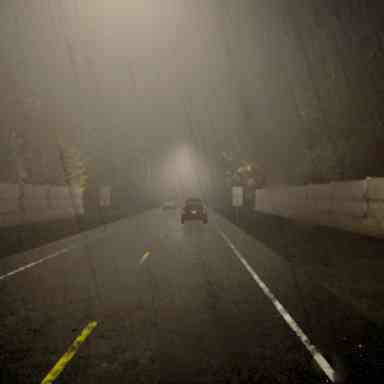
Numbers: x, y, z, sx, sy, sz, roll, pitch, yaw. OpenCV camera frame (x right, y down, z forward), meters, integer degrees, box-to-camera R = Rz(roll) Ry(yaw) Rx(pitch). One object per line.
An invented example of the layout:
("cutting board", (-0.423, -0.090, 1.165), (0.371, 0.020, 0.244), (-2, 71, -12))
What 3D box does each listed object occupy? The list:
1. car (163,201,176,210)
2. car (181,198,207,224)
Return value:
("car", (-3.458, 2.080, 51.521), (2.033, 1.411, 5.357), (0, -1, 0))
("car", (0.167, 1.660, 28.151), (2.097, 1.767, 4.553), (0, -1, 0))
